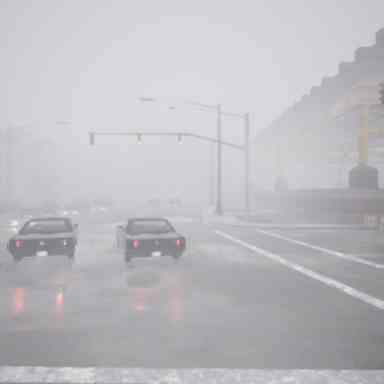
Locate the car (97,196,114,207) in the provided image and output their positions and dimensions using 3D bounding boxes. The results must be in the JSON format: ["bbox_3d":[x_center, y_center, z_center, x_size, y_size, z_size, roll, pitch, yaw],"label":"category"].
[{"bbox_3d":[-13.335,1.553,50.482,1.895,1.301,4.718,0,0,2],"label":"car"}]

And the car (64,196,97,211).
[{"bbox_3d":[-13.643,1.510,40.178,2.033,1.411,5.357,0,0,2],"label":"car"}]

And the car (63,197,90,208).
[{"bbox_3d":[-16.884,1.502,48.929,2.033,1.411,5.357,0,0,2],"label":"car"}]

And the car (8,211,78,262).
[{"bbox_3d":[-5.220,1.589,12.277,1.895,1.301,4.718,0,0,-17],"label":"car"}]

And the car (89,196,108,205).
[{"bbox_3d":[-16.585,1.422,59.378,1.882,1.535,5.008,0,0,1],"label":"car"}]

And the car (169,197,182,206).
[{"bbox_3d":[-2.690,1.512,54.964,1.994,1.385,4.181,0,0,1],"label":"car"}]

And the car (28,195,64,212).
[{"bbox_3d":[-17.166,1.315,39.349,2.097,1.767,4.553,0,0,2],"label":"car"}]

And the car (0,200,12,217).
[{"bbox_3d":[-17.398,1.463,30.149,2.128,1.511,4.902,0,0,2],"label":"car"}]

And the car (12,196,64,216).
[{"bbox_3d":[-13.893,1.449,30.354,1.882,1.535,5.008,0,0,2],"label":"car"}]

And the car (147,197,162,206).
[{"bbox_3d":[-6.189,1.512,55.050,1.994,1.385,4.181,0,0,1],"label":"car"}]

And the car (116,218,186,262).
[{"bbox_3d":[-1.726,1.589,12.251,1.895,1.301,4.718,0,0,-17],"label":"car"}]
